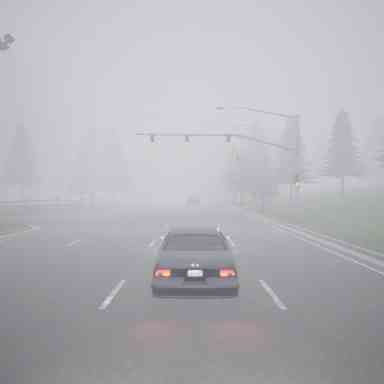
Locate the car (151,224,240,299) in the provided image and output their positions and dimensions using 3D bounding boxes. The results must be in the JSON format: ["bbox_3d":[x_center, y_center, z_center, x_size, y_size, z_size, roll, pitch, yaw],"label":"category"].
[{"bbox_3d":[0.078,1.547,8.652,2.033,1.411,5.357,0,0,1],"label":"car"}]

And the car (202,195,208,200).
[{"bbox_3d":[3.635,1.498,94.162,1.837,1.490,4.892,0,0,0],"label":"car"}]

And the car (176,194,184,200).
[{"bbox_3d":[-3.365,1.355,93.759,2.128,1.511,4.902,0,0,0],"label":"car"}]

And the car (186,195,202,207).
[{"bbox_3d":[0.073,1.351,52.691,2.097,1.767,4.553,0,0,0],"label":"car"}]

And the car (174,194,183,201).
[{"bbox_3d":[-3.380,1.515,83.755,1.812,1.442,4.674,0,0,0],"label":"car"}]

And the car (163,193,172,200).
[{"bbox_3d":[-6.865,1.223,94.207,2.150,2.045,5.566,0,0,0],"label":"car"}]

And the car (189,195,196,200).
[{"bbox_3d":[0.135,1.538,94.167,2.033,1.411,5.357,0,0,0],"label":"car"}]
